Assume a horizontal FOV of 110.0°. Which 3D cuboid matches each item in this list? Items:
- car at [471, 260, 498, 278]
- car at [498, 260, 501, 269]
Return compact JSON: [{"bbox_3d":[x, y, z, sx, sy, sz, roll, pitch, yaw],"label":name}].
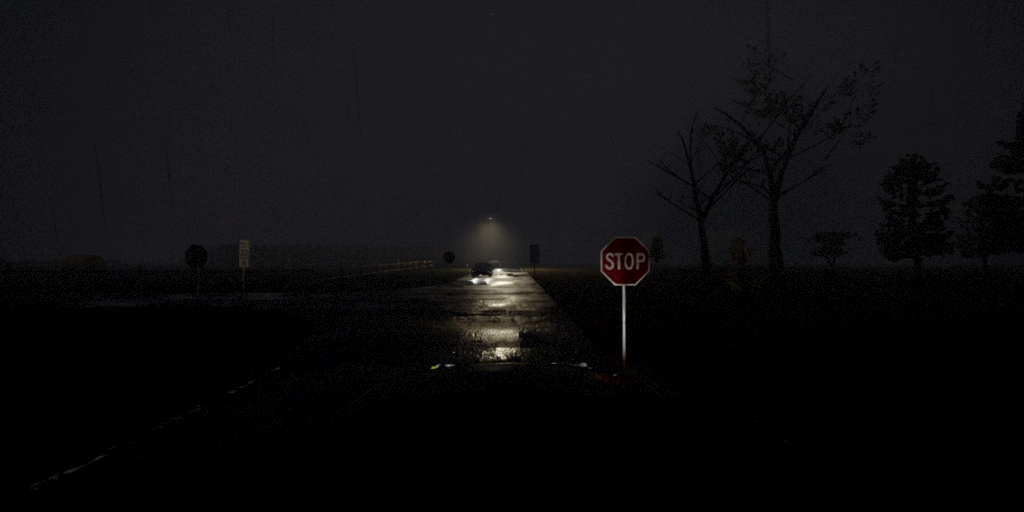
[{"bbox_3d":[-2.747,1.303,34.050,2.033,1.411,5.357,0,0,0],"label":"car"},{"bbox_3d":[-2.747,1.322,57.263,1.895,1.301,4.718,0,0,0],"label":"car"}]
